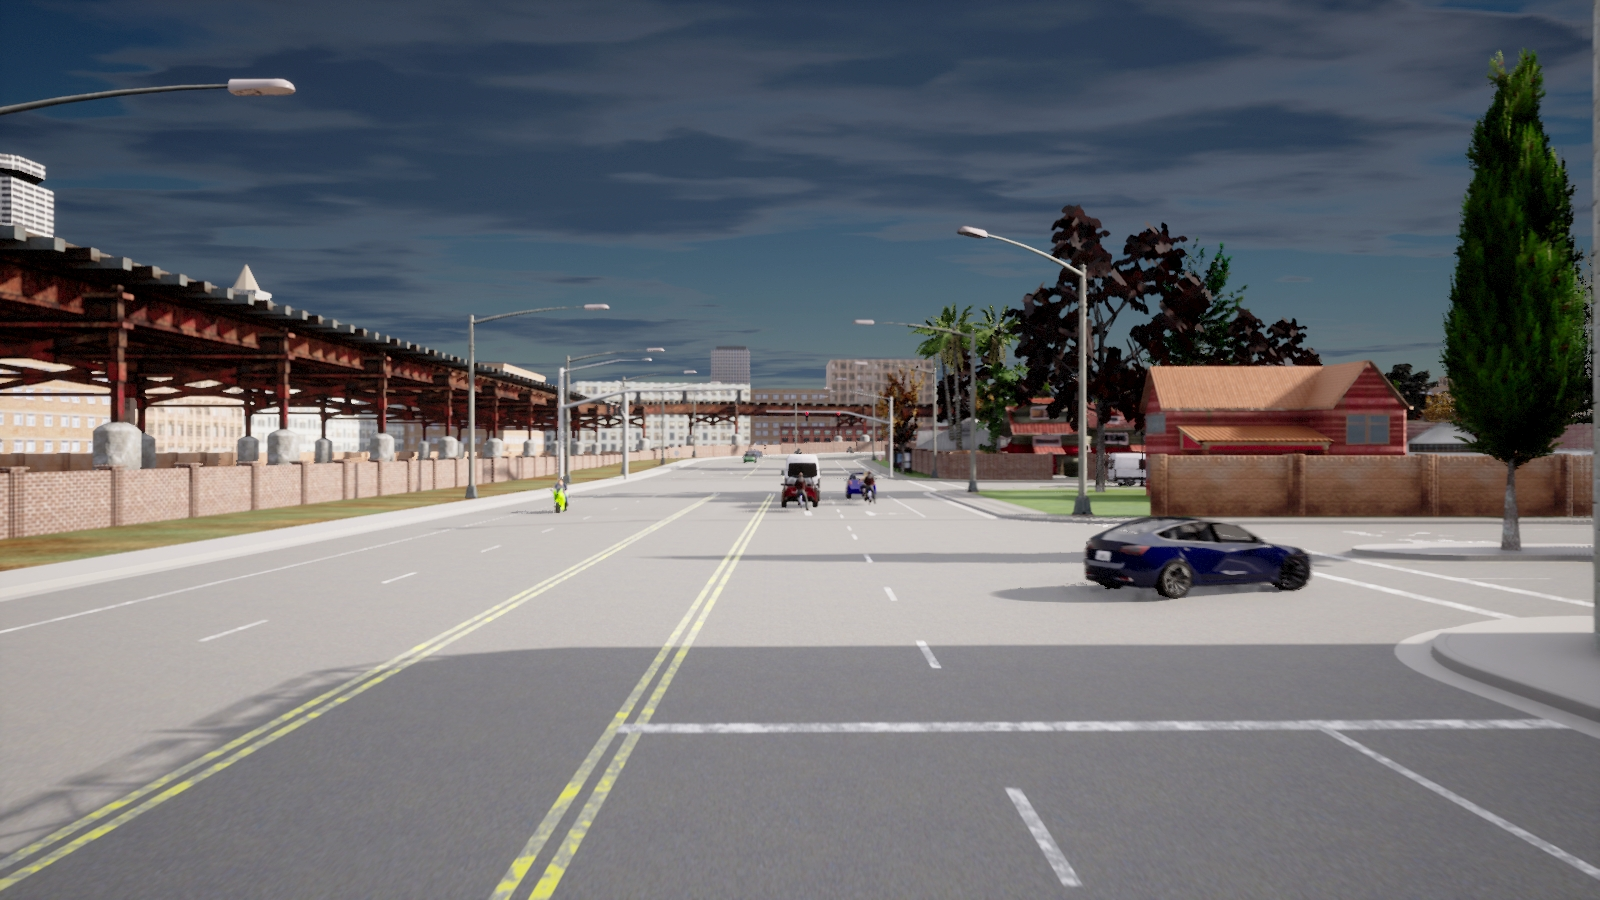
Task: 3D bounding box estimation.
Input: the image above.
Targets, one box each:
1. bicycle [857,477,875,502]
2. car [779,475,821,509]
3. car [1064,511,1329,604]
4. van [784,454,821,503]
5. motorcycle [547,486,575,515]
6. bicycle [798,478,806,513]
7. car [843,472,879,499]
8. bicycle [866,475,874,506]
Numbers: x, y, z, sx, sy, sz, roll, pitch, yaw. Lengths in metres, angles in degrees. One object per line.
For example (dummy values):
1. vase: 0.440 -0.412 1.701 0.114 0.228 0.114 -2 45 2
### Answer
1. bicycle: 3.527 2.139 61.467 0.859 1.301 1.487 0 0 -1
2. car: -0.011 2.034 56.762 2.007 1.525 4.514 0 0 0
3. car: 7.873 2.060 22.705 4.792 1.488 2.163 0 0 -24
4. van: 0.097 1.528 63.742 1.988 2.561 5.915 0 0 -1
5. motorcycle: -10.473 2.207 50.156 0.803 1.145 2.033 0 0 0
6. bicycle: 0.075 2.040 51.556 0.329 1.496 1.835 -1 0 0
7. car: 3.497 2.031 66.063 1.845 1.501 3.633 0 0 0
8. bicycle: 3.536 2.042 57.839 0.329 1.496 1.835 0 0 0
